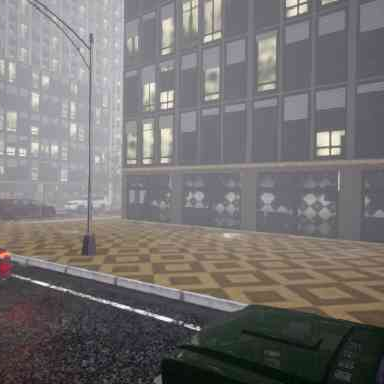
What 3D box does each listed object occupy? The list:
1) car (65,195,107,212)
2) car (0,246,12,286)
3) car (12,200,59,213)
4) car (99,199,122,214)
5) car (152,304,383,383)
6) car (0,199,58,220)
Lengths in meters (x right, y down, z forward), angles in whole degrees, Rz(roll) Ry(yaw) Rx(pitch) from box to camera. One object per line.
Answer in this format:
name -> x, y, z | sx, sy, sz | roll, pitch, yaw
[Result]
car -> -13.176, 1.424, 42.032 | 2.150, 2.045, 5.566 | 1, 1, 37
car -> -6.128, 1.521, 8.018 | 4.674, 1.442, 1.812 | 0, 0, 35
car -> -18.395, 1.643, 39.327 | 1.752, 1.417, 4.829 | 1, 0, 36
car -> -8.100, 1.830, 39.189 | 1.752, 1.417, 4.829 | 1, 0, 36
car -> 1.983, 1.601, 2.272 | 4.718, 1.301, 1.895 | 0, 0, 35
car -> -14.875, 1.519, 29.960 | 2.192, 1.841, 5.009 | 1, 0, 36
